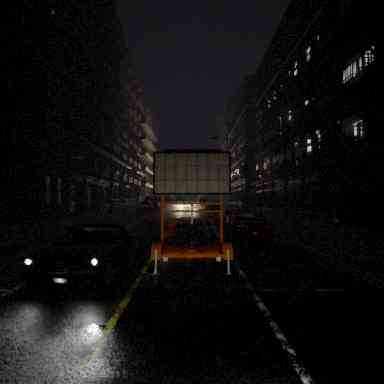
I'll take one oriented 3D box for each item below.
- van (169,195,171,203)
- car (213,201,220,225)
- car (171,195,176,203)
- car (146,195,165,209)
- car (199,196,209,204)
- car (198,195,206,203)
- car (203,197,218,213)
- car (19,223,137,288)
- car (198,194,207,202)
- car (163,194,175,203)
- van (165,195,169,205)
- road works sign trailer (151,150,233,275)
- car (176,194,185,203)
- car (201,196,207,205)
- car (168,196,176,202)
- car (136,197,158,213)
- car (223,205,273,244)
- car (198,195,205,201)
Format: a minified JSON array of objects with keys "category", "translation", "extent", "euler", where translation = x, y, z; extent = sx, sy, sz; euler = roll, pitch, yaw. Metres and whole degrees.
[{"category":"van","translation":[-5.270,1.476,60.119],"extent":[1.690,1.788,3.998],"euler":[1,0,0]},{"category":"car","translation":[2.593,1.552,21.510],"extent":[1.752,1.417,4.829],"euler":[1,0,0]},{"category":"car","translation":[-5.265,1.496,71.180],"extent":[2.192,1.841,5.009],"euler":[1,0,0]},{"category":"car","translation":[-5.274,1.395,43.529],"extent":[2.192,1.841,5.009],"euler":[2,0,0]},{"category":"car","translation":[2.619,1.621,71.116],"extent":[1.967,1.590,4.097],"euler":[1,0,0]},{"category":"car","translation":[2.606,1.679,60.054],"extent":[1.887,1.381,4.507],"euler":[1,0,0]},{"category":"car","translation":[2.598,1.610,37.930],"extent":[1.887,1.381,4.507],"euler":[1,0,0]},{"category":"car","translation":[-2.850,1.609,9.390],"extent":[1.895,1.301,4.718],"euler":[0,0,0]},{"category":"car","translation":[2.584,1.545,82.178],"extent":[2.192,1.841,5.009],"euler":[1,0,0]},{"category":"car","translation":[-5.263,1.520,76.710],"extent":[2.192,1.841,5.009],"euler":[1,0,0]},{"category":"van","translation":[-5.271,1.455,54.587],"extent":[1.690,1.788,3.998],"euler":[2,0,0]},{"category":"road works sign trailer","translation":[0.001,0.474,10.477],"extent":[2.380,3.560,2.880],"euler":[0,0,0]},{"category":"car","translation":[-2.724,1.420,75.072],"extent":[2.150,2.045,5.566],"euler":[0,0,0]},{"category":"car","translation":[2.599,1.631,43.462],"extent":[2.008,1.369,4.403],"euler":[1,0,0]},{"category":"car","translation":[-5.266,1.824,87.771],"extent":[1.947,1.339,4.313],"euler":[1,0,0]},{"category":"car","translation":[-5.282,1.591,37.827],"extent":[1.752,1.417,4.829],"euler":[2,0,0]},{"category":"car","translation":[2.590,1.562,15.808],"extent":[1.887,1.381,4.507],"euler":[1,0,0]},{"category":"car","translation":[2.585,1.728,93.241],"extent":[1.967,1.590,4.097],"euler":[1,0,0]}]
